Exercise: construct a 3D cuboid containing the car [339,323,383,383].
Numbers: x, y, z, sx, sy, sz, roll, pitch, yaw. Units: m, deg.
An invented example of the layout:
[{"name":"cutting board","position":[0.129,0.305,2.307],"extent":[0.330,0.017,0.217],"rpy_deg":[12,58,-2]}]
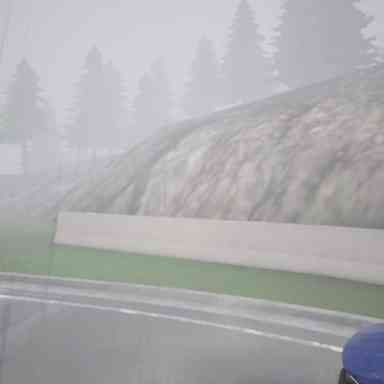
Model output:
[{"name":"car","position":[3.403,1.485,1.633],"extent":[5.008,1.535,1.882],"rpy_deg":[1,-1,41]}]
